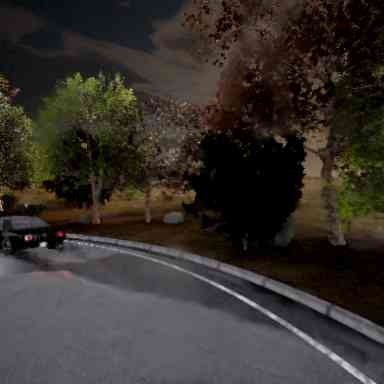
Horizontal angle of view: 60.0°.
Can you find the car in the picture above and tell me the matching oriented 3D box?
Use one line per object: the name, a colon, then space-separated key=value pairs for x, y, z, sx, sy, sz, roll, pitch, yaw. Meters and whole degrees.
car: x=-7.301 y=1.658 z=13.538 sx=4.718 sy=1.301 sz=1.895 roll=0 pitch=0 yaw=35
